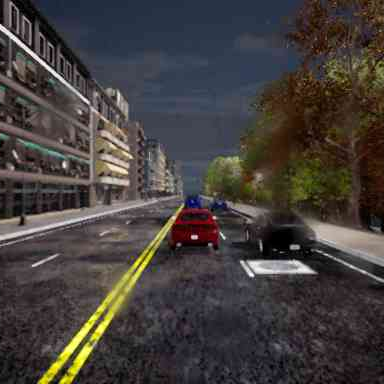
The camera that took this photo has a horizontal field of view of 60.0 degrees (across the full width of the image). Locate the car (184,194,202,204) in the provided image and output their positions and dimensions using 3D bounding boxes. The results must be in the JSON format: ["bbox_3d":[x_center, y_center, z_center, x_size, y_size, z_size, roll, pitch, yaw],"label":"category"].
[{"bbox_3d":[0.094,1.344,44.352,2.150,2.045,5.566,0,0,0],"label":"car"}]

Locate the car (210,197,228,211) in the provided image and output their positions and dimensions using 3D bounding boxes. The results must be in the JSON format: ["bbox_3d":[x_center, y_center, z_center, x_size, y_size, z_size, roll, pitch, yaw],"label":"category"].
[{"bbox_3d":[3.344,1.470,42.111,2.097,1.767,4.553,0,0,0],"label":"car"}]

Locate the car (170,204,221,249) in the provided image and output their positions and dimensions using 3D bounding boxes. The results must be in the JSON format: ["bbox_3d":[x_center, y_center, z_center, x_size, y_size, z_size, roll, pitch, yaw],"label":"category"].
[{"bbox_3d":[0.095,1.516,14.745,1.882,1.535,5.008,0,0,0],"label":"car"}]

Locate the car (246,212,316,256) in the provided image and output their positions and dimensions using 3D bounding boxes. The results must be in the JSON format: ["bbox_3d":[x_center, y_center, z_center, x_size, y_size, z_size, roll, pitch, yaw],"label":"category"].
[{"bbox_3d":[3.345,1.541,13.221,1.837,1.490,4.892,0,0,0],"label":"car"}]
